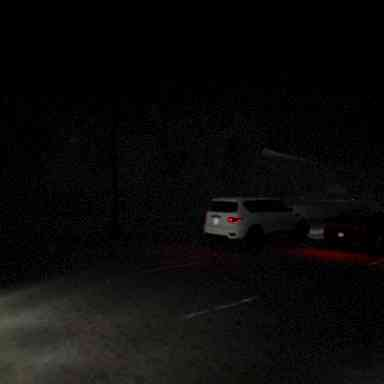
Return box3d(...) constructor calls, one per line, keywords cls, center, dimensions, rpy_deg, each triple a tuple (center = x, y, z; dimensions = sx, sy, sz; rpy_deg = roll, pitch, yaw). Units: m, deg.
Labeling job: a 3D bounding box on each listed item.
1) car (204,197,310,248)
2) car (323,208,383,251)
box3d(cls="car", center=(3.060, 1.230, 15.041), dimensions=(5.566, 2.045, 2.150), rpy_deg=(0, 0, -39))
box3d(cls="car", center=(7.583, 1.481, 14.262), dimensions=(5.008, 1.535, 1.882), rpy_deg=(0, 0, -40))
